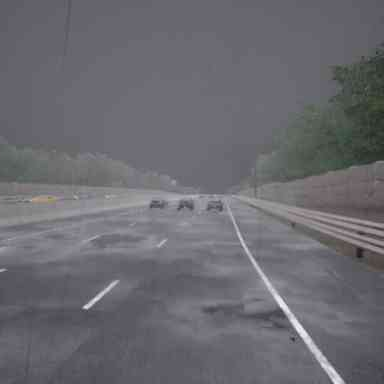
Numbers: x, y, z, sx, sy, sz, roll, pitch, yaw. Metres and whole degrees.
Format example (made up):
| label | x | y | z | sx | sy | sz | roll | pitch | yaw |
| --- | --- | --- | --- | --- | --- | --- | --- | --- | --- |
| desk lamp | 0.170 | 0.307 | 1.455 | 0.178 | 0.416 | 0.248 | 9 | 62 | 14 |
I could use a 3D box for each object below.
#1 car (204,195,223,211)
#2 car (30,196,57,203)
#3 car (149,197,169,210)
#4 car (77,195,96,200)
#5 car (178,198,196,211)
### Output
| label | x | y | z | sx | sy | sz | roll | pitch | yaw |
| --- | --- | --- | --- | --- | --- | --- | --- | --- | --- |
| car | 2.871 | 1.519 | 41.330 | 2.128 | 1.511 | 4.902 | 1 | 0 | 5 |
| car | -21.198 | 1.255 | 47.593 | 1.882 | 1.535 | 5.008 | 1 | 0 | 6 |
| car | -4.104 | 1.461 | 41.955 | 1.837 | 1.490 | 4.892 | 1 | 0 | 5 |
| car | -19.814 | 1.319 | 62.563 | 2.033 | 1.411 | 5.357 | 1 | 0 | 5 |
| car | -0.615 | 1.497 | 41.641 | 1.837 | 1.490 | 4.892 | 1 | 0 | 5 |
